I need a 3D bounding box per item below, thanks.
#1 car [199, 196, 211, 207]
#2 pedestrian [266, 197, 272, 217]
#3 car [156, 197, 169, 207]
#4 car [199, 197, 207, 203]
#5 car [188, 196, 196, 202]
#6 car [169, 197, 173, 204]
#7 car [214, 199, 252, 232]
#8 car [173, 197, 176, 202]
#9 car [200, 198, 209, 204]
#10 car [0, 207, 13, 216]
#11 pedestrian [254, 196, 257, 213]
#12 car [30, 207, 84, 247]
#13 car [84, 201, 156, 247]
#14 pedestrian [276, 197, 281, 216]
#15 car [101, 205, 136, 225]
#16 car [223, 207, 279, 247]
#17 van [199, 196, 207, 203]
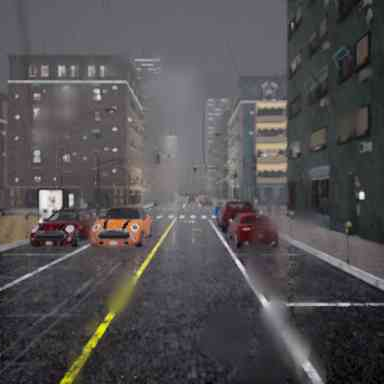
[{"bbox_3d":[2.706,1.906,58.696,1.802,1.307,4.206,0,0,0],"label":"car"},{"bbox_3d":[7.147,1.315,30.860,0.375,1.860,0.375,0,0,0],"label":"pedestrian"},{"bbox_3d":[-5.675,1.890,58.711,1.947,1.339,4.313,0,0,0],"label":"car"},{"bbox_3d":[2.715,2.058,86.313,1.947,1.339,4.313,0,0,0],"label":"car"},{"bbox_3d":[0.031,1.847,87.707,2.097,1.767,4.553,0,0,0],"label":"car"},{"bbox_3d":[-5.671,1.956,69.758,1.947,1.339,4.313,0,0,0],"label":"car"},{"bbox_3d":[2.690,1.426,20.776,2.192,1.841,5.009,0,0,0],"label":"car"},{"bbox_3d":[-5.666,2.037,86.328,1.887,1.381,4.507,0,0,0],"label":"car"},{"bbox_3d":[2.711,1.968,75.266,1.887,1.381,4.507,0,0,0],"label":"car"},{"bbox_3d":[-22.389,2.089,37.064,4.403,1.369,2.008,-1,1,0],"label":"car"},{"bbox_3d":[6.148,1.318,32.060,0.375,1.860,0.375,0,0,0],"label":"pedestrian"},{"bbox_3d":[-5.692,1.521,15.251,1.967,1.590,4.097,0,0,0],"label":"car"},{"bbox_3d":[-3.086,1.433,15.336,2.097,1.767,4.553,0,0,0],"label":"car"},{"bbox_3d":[8.147,1.335,31.459,0.375,1.860,0.375,0,0,0],"label":"pedestrian"},{"bbox_3d":[-5.687,1.723,26.306,1.802,1.307,4.206,0,0,0],"label":"car"},{"bbox_3d":[2.690,1.626,15.246,1.887,1.381,4.507,0,0,0],"label":"car"},{"bbox_3d":[2.712,1.799,80.790,1.690,1.788,3.998,0,0,0],"label":"van"}]
